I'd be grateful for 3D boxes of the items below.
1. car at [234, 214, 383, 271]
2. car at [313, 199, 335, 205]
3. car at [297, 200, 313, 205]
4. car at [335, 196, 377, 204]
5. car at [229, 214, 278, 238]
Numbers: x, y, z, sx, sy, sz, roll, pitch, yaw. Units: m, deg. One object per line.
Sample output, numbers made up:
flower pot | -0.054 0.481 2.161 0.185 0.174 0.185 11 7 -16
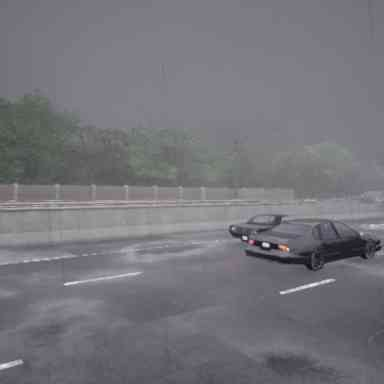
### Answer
car | 4.165 1.586 11.015 5.357 1.411 2.033 0 0 -35
car | 18.036 1.627 42.524 4.553 1.767 2.097 1 0 -35
car | 15.977 1.831 45.355 4.181 1.385 1.994 0 0 -35
car | 19.887 1.450 39.549 5.566 2.045 2.150 1 0 -35
car | 4.035 1.654 15.222 4.718 1.301 1.895 0 0 -35
